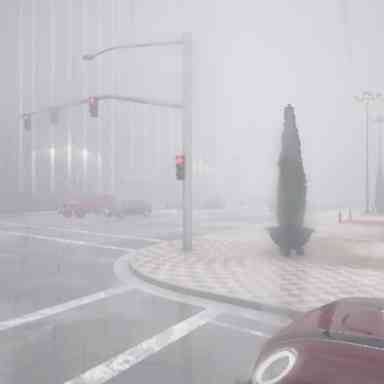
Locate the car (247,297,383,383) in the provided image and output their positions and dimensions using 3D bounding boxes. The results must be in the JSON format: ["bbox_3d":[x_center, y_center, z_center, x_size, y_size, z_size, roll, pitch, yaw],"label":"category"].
[{"bbox_3d":[2.615,1.353,2.106,4.553,1.767,2.097,0,0,36],"label":"car"}]

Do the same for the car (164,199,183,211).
[{"bbox_3d":[-1.531,1.528,40.981,1.994,1.385,4.181,0,0,35],"label":"car"}]

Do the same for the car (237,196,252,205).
[{"bbox_3d":[9.394,1.447,56.541,1.882,1.535,5.008,0,0,35],"label":"car"}]

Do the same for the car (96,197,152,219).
[{"bbox_3d":[-5.550,1.462,29.078,2.128,1.511,4.902,0,0,35],"label":"car"}]

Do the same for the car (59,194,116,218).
[{"bbox_3d":[-9.146,1.187,30.024,2.150,2.045,5.566,0,0,35],"label":"car"}]

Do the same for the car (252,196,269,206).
[{"bbox_3d":[12.357,1.467,54.667,2.128,1.511,4.902,0,0,35],"label":"car"}]

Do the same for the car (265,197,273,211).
[{"bbox_3d":[10.904,1.581,40.134,1.895,1.301,4.718,0,0,35],"label":"car"}]

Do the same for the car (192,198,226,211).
[{"bbox_3d":[2.418,1.462,40.529,2.128,1.511,4.902,0,0,35],"label":"car"}]
